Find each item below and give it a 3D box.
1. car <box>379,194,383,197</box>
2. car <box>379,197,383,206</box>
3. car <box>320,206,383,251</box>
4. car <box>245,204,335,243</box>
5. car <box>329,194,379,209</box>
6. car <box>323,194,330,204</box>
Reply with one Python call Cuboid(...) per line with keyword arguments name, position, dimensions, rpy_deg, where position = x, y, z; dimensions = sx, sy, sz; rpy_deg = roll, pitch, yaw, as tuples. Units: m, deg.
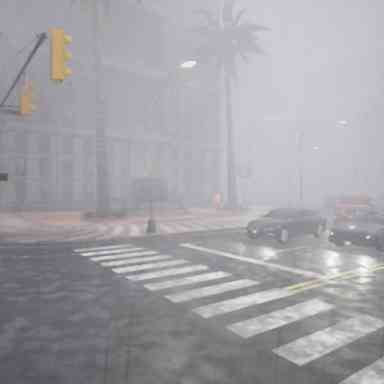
Cuboid(name="car", position=(23.828, 1.238, 40.662), dimensions=(2.150, 2.045, 5.566), rpy_deg=(0, 0, -1))
Cuboid(name="car", position=(19.253, 1.538, 32.710), dimensions=(1.812, 1.442, 4.674), rpy_deg=(0, 0, 13))
Cuboid(name="car", position=(7.983, 1.553, 14.330), dimensions=(5.357, 1.411, 2.033), rpy_deg=(0, 0, -39))
Cuboid(name="car", position=(4.677, 1.510, 16.222), dimensions=(4.892, 1.490, 1.837), rpy_deg=(0, 0, -38))
Cuboid(name="car", position=(11.502, 1.229, 23.341), dimensions=(2.150, 2.045, 5.566), rpy_deg=(0, 0, 33))
Cuboid(name="car", position=(16.480, 1.235, 37.352), dimensions=(2.150, 2.045, 5.566), rpy_deg=(0, 0, 5))
